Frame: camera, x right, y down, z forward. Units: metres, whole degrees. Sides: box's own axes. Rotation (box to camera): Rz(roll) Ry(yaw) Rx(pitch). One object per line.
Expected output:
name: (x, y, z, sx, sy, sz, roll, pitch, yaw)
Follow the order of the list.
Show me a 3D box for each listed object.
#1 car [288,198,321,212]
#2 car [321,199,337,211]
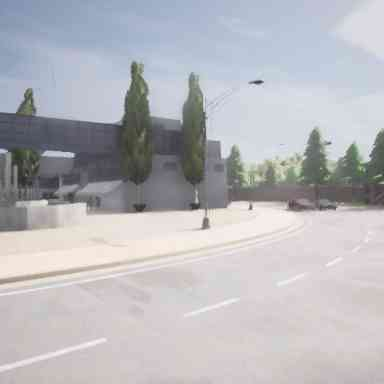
car: (12.806, 1.491, 38.987, 1.882, 1.535, 5.008, 0, 0, -2)
car: (16.159, 1.573, 41.065, 1.994, 1.385, 4.181, 0, 0, -4)
